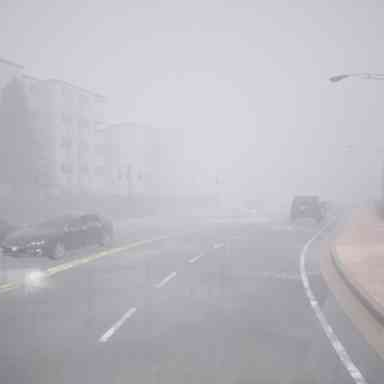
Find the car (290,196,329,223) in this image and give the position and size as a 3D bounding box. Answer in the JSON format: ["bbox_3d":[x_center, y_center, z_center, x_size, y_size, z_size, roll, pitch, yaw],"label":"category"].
[{"bbox_3d":[9.412,1.339,26.829,2.150,2.045,5.566,0,-1,27],"label":"car"}]

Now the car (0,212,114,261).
[{"bbox_3d":[-4.830,1.558,12.753,1.837,1.490,4.892,-1,0,18],"label":"car"}]

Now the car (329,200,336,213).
[{"bbox_3d":[15.959,1.670,39.702,2.128,1.511,4.902,0,0,27],"label":"car"}]

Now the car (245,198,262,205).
[{"bbox_3d":[9.319,1.461,50.033,1.812,1.442,4.674,0,0,27],"label":"car"}]
